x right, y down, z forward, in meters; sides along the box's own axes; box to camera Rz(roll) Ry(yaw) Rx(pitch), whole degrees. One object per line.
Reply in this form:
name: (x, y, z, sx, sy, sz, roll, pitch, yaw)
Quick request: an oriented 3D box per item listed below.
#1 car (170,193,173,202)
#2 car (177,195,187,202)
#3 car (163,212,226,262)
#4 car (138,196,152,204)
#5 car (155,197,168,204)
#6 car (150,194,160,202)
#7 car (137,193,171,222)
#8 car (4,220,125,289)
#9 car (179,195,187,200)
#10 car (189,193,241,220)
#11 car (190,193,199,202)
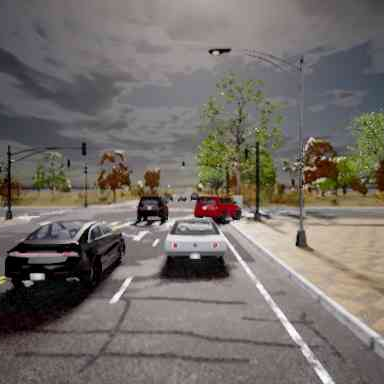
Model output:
car: (-5.932, 1.378, 83.003, 2.150, 2.045, 5.566, 0, 0, 1)
car: (-2.675, 1.757, 83.408, 1.895, 1.301, 4.718, 0, 0, 1)
car: (0.099, 1.632, 12.146, 1.895, 1.301, 4.718, 0, 0, 0)
car: (-9.454, 1.623, 67.192, 1.882, 1.535, 5.008, 0, 0, 1)
car: (-6.203, 1.689, 67.200, 2.033, 1.411, 5.357, 0, 0, 1)
car: (-9.188, 1.514, 82.724, 2.097, 1.767, 4.553, 0, 0, 1)
car: (-3.165, 1.356, 27.379, 2.150, 2.045, 5.566, 0, -1, 0)
car: (-3.153, 1.517, 9.215, 2.128, 1.511, 4.902, 0, 0, 0)
car: (-2.505, 1.625, 93.412, 1.994, 1.385, 4.181, 0, 0, 1)
car: (2.159, 1.349, 27.001, 2.150, 2.045, 5.566, -1, -2, 27)
car: (0.568, 1.388, 82.970, 2.150, 2.045, 5.566, 0, 0, 1)
